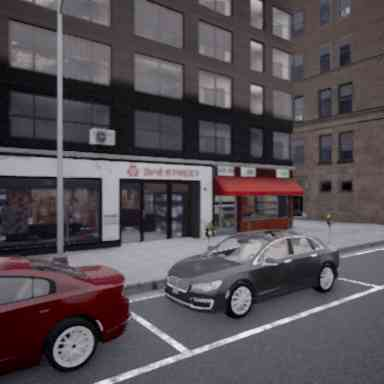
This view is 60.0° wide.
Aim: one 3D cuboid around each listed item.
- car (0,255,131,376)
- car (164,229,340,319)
[{"bbox_3d":[-2.998,1.545,4.070,4.507,1.381,1.887,0,0,-35],"label":"car"},{"bbox_3d":[1.485,1.542,7.262,4.403,1.369,2.008,0,0,-35],"label":"car"}]
